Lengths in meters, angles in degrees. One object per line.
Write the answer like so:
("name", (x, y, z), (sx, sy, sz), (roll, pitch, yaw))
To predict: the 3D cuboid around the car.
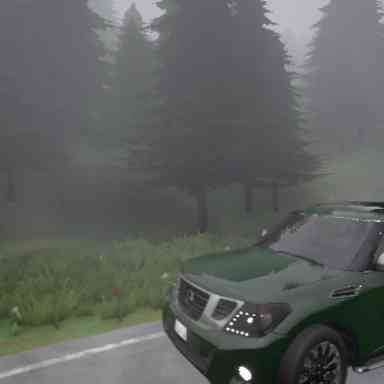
("car", (2.392, 1.192, 4.878), (5.566, 2.045, 2.150), (0, 0, -25))
